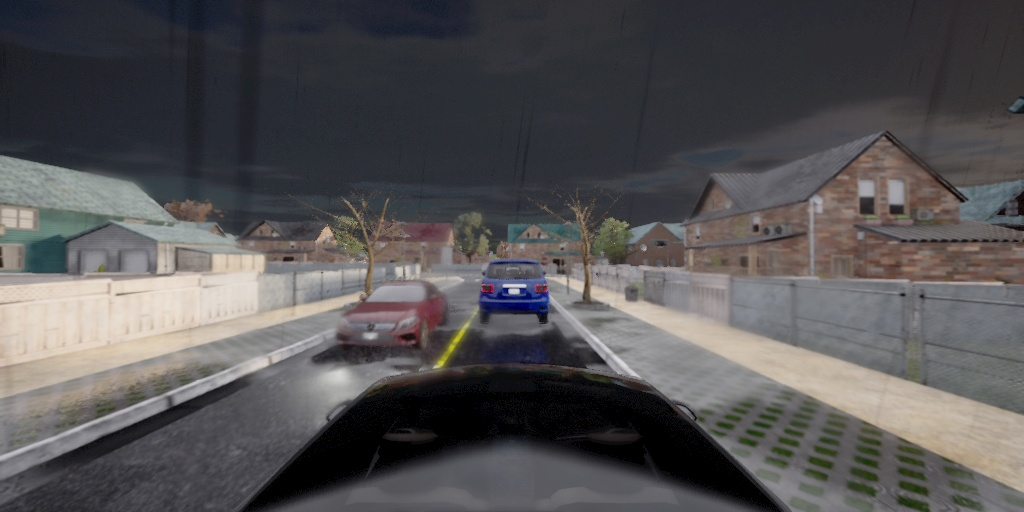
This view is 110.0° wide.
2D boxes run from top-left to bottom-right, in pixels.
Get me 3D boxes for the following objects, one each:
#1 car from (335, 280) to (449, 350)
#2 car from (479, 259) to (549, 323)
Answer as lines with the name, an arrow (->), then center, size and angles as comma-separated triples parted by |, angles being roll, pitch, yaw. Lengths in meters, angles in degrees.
car -> -2.839, 1.380, 9.534 | 1.812, 1.442, 4.674 | 0, -1, 0
car -> 0.077, 1.124, 12.903 | 2.150, 2.045, 5.566 | 0, -1, 0
